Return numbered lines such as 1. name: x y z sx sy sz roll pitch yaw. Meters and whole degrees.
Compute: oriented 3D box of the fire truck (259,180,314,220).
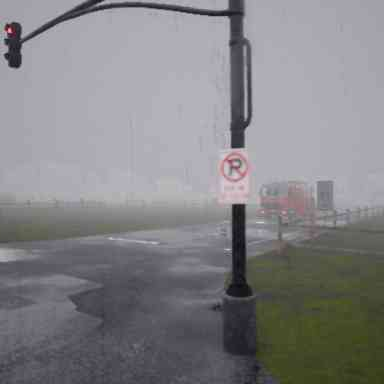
1. fire truck: 9.956 0.776 34.347 2.891 3.827 8.468 -1 -1 36
